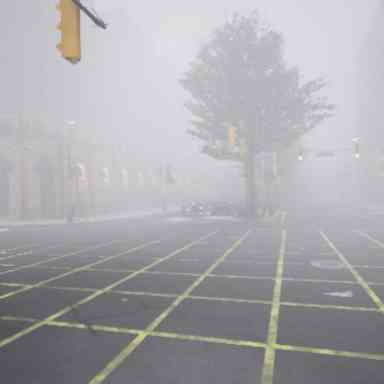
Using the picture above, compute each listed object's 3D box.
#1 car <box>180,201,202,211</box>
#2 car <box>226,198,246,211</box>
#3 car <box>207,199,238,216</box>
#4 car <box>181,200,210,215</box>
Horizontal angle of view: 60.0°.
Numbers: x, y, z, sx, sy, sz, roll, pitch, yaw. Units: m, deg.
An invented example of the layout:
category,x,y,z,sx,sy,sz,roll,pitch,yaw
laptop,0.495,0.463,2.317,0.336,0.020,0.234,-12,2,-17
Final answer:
category,x,y,z,sx,sy,sz,roll,pitch,yaw
car,-0.033,2.014,48.106,1.895,1.301,4.718,-1,-1,16
car,5.871,1.799,44.330,1.812,1.442,4.674,-1,-1,17
car,3.421,1.813,36.172,1.994,1.385,4.181,-1,-1,17
car,0.257,1.816,37.809,2.128,1.511,4.902,-1,-1,17
